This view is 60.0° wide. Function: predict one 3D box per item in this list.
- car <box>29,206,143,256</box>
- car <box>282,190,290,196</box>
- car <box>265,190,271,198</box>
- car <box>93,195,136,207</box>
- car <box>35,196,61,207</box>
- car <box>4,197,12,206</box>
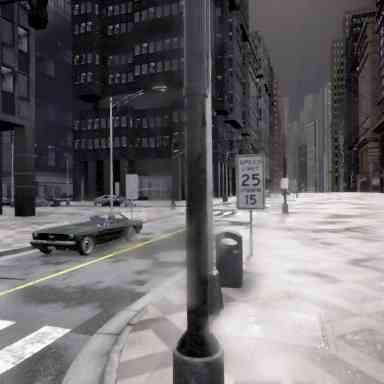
[{"bbox_3d":[-3.772,1.456,12.735,1.895,1.301,4.718,-1,1,19],"label":"car"},{"bbox_3d":[23.918,0.252,84.317,1.895,1.301,4.718,-1,0,19],"label":"car"},{"bbox_3d":[14.684,0.429,66.601,2.128,1.511,4.902,-1,1,19],"label":"car"},{"bbox_3d":[-8.584,1.065,36.965,4.902,1.511,2.128,-1,0,19],"label":"car"},{"bbox_3d":[-18.015,1.230,40.215,4.181,1.385,1.994,0,0,19],"label":"car"},{"bbox_3d":[-27.384,1.339,46.802,4.181,1.385,1.994,-1,0,20],"label":"car"}]
